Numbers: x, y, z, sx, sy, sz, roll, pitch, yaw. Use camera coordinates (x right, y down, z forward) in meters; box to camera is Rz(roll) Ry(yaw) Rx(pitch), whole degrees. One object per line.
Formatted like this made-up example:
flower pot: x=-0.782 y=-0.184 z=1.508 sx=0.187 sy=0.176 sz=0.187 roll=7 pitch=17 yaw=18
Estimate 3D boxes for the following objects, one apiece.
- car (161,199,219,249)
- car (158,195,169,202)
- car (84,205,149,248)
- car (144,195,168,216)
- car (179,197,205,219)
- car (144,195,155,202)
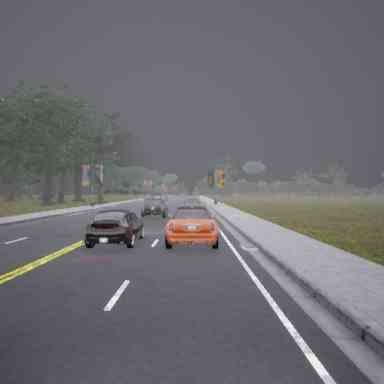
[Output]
car: x=0.000 y=1.367 z=14.622 sx=2.097 sy=1.767 sz=4.553 roll=0 pitch=0 yaw=0
car: x=-6.500 y=1.463 z=76.066 sx=2.128 sy=1.511 sz=4.902 roll=0 pitch=0 yaw=0
car: x=-3.250 y=1.518 z=14.651 sx=1.837 sy=1.490 sz=4.892 roll=0 pitch=0 yaw=0
car: x=-3.250 y=1.363 z=29.623 sx=2.097 sy=1.767 sz=4.553 roll=0 pitch=0 yaw=0
car: x=0.000 y=1.363 z=29.623 sx=2.097 sy=1.767 sz=4.553 roll=0 pitch=0 yaw=0
car: x=-9.750 y=1.438 z=76.066 sx=1.837 sy=1.490 sz=4.892 roll=0 pitch=0 yaw=0
